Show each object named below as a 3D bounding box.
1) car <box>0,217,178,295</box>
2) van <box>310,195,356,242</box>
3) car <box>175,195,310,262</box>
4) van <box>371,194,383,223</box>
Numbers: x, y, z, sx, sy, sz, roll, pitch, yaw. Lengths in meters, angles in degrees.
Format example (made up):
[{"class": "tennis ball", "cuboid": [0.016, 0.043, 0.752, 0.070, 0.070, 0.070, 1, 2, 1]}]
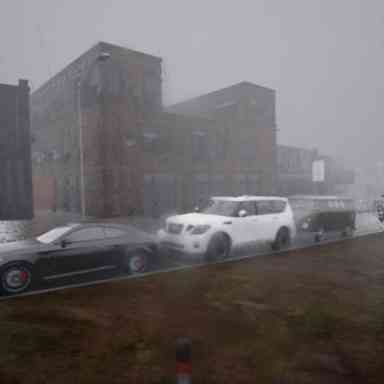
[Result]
[{"class": "car", "cuboid": [-2.950, 1.464, 8.629, 4.674, 1.452, 2.002, 1, 0, -36]}, {"class": "van", "cuboid": [5.817, 1.145, 15.375, 4.442, 1.987, 1.878, 1, 0, -41]}, {"class": "car", "cuboid": [1.516, 1.147, 11.942, 5.566, 2.045, 2.435, 1, 0, -40]}, {"class": "van", "cuboid": [14.167, 1.110, 22.818, 1.878, 1.987, 4.442, 2, 0, 44]}]
